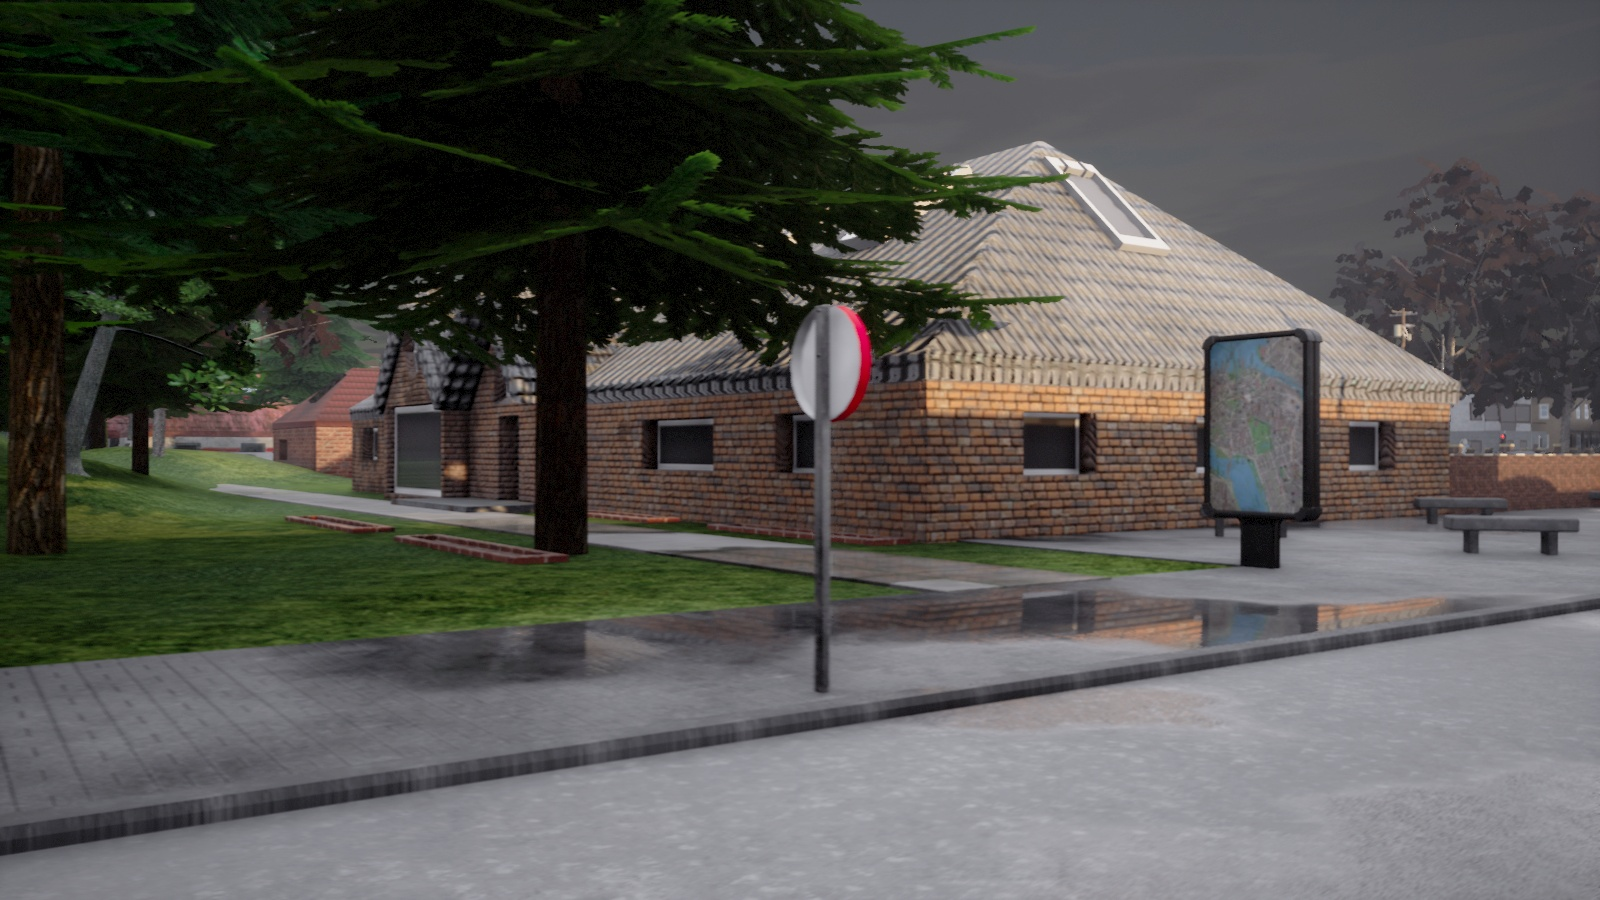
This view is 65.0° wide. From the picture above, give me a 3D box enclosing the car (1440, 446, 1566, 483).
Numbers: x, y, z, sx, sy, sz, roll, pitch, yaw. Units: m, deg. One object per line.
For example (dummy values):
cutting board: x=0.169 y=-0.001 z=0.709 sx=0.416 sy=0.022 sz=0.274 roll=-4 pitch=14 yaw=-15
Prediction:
car: x=32.877 y=0.645 z=58.822 sx=2.242 sy=1.667 sz=4.611 roll=0 pitch=0 yaw=-37
